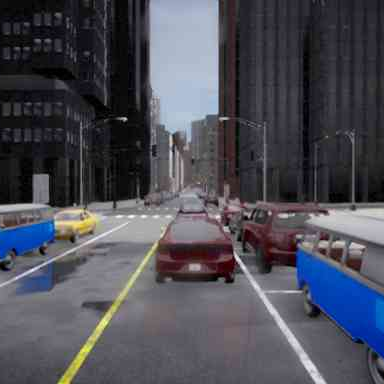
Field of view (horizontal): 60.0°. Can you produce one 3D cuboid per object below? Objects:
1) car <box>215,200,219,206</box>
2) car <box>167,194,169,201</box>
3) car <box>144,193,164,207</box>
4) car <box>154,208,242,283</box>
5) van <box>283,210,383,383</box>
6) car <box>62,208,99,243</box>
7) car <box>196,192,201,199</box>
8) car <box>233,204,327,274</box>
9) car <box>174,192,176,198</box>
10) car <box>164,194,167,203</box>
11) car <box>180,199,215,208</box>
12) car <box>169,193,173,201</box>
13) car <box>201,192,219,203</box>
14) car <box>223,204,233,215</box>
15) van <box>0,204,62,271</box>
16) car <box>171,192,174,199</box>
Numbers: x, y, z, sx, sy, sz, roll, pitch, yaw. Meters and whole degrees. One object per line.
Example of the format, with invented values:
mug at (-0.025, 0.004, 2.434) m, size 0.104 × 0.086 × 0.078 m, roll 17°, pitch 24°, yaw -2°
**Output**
car at (2.776, 1.449, 21.383) m, size 1.887 × 1.381 × 4.507 m, roll 0°, pitch 0°, yaw 0°
car at (-5.723, 1.326, 59.725) m, size 1.947 × 1.339 × 4.313 m, roll 0°, pitch 0°, yaw 0°
car at (-5.732, 1.114, 48.438) m, size 2.192 × 1.841 × 5.009 m, roll 0°, pitch 0°, yaw 0°
car at (0.075, 1.433, 9.524) m, size 1.882 × 1.535 × 5.008 m, roll 0°, pitch 0°, yaw 0°
van at (2.768, 1.318, 4.805) m, size 1.690 × 1.788 × 3.998 m, roll 0°, pitch 0°, yaw 0°
car at (-5.754, 1.454, 15.704) m, size 1.752 × 1.417 × 4.829 m, roll 0°, pitch 0°, yaw 0°
car at (2.820, 1.237, 87.929) m, size 1.887 × 1.381 × 4.507 m, roll 0°, pitch 0°, yaw 0°
car at (2.770, 1.267, 10.331) m, size 2.192 × 1.841 × 5.009 m, roll 0°, pitch 0°, yaw 0°
car at (-5.709, 1.248, 82.298) m, size 1.887 × 1.381 × 4.507 m, roll 0°, pitch 0°, yaw 0°
car at (-5.728, 1.094, 54.081) m, size 2.192 × 1.841 × 5.009 m, roll 0°, pitch 0°, yaw 0°
car at (0.017, 1.402, 19.933) m, size 2.128 × 1.511 × 4.902 m, roll 0°, pitch 0°, yaw 0°
car at (-5.716, 1.294, 71.012) m, size 1.947 × 1.339 × 4.313 m, roll 0°, pitch 0°, yaw 0°
car at (2.793, 1.114, 48.422) m, size 2.192 × 1.841 × 5.009 m, roll 0°, pitch 0°, yaw 0°
car at (2.773, 1.479, 15.857) m, size 2.008 × 1.369 × 4.403 m, roll 0°, pitch 0°, yaw 0°
van at (-5.760, 1.293, 10.349) m, size 1.690 × 1.788 × 3.998 m, roll 0°, pitch 0°, yaw 0°
car at (-5.712, 1.241, 76.484) m, size 1.752 × 1.417 × 4.829 m, roll 0°, pitch 0°, yaw 0°
